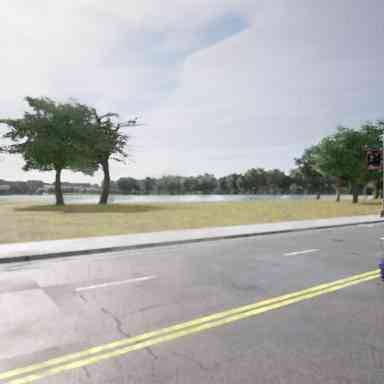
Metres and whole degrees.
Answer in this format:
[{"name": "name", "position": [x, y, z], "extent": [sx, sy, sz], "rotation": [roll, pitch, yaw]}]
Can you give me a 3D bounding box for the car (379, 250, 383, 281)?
[{"name": "car", "position": [6.315, 1.537, 8.010], "extent": [4.674, 1.442, 1.812], "rotation": [0, 0, -35]}]
